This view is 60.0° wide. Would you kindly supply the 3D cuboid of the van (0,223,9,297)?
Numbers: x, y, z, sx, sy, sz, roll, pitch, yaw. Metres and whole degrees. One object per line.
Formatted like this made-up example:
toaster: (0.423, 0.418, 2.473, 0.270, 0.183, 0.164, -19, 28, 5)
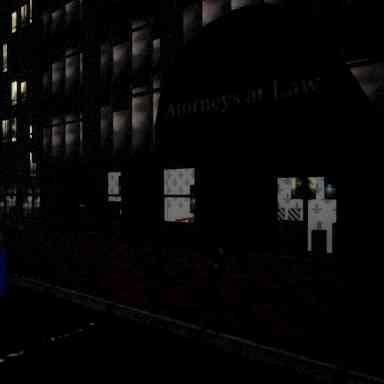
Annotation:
van: (-5.345, 1.341, 6.686, 3.998, 1.788, 1.690, 0, 0, 35)
